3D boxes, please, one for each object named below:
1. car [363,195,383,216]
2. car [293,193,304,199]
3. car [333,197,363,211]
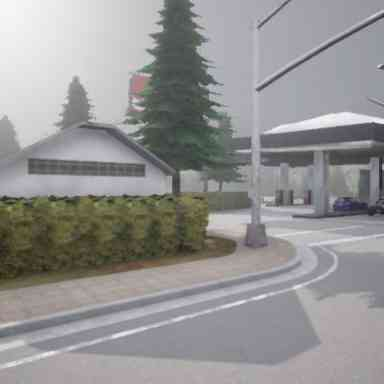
[{"bbox_3d":[17.586,1.202,29.955,3.866,1.878,1.905,0,0,-36],"label":"car"},{"bbox_3d":[28.865,1.074,86.569,2.152,1.636,5.027,0,0,-36],"label":"car"},{"bbox_3d":[17.756,1.355,37.085,4.611,1.667,2.242,0,0,-36],"label":"car"}]
